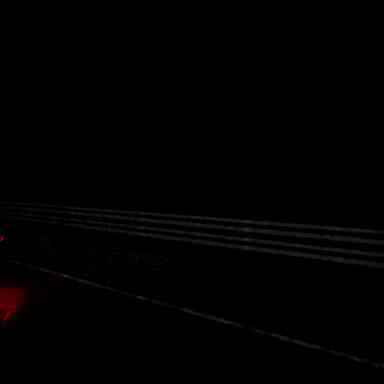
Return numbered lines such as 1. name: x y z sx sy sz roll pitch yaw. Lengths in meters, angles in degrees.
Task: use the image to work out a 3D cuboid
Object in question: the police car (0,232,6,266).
1. police car: -7.115 1.213 8.581 5.238 1.638 1.930 1 0 26
